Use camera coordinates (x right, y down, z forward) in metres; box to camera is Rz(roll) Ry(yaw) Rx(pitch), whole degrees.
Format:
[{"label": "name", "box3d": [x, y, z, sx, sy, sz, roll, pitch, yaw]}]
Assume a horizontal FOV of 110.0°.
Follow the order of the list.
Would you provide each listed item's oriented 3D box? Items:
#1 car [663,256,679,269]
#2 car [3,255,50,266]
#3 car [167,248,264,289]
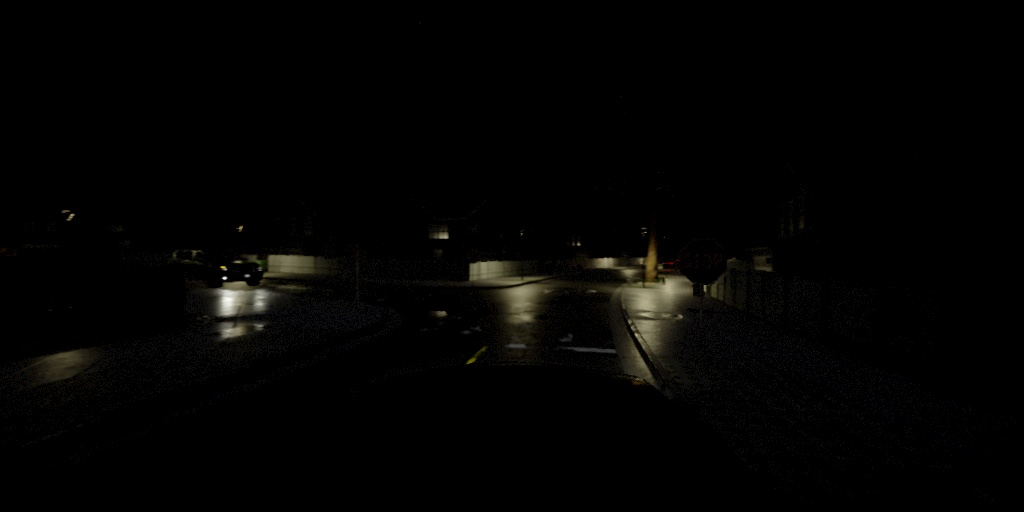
[{"label": "car", "box3d": [23.775, 1.190, 53.277, 1.837, 1.490, 4.892, 0, 0, 35]}, {"label": "car", "box3d": [-35.218, 0.597, 26.349, 4.181, 1.385, 1.994, 1, 0, 16]}, {"label": "car", "box3d": [-16.238, 0.619, 19.553, 5.566, 2.045, 2.150, 1, 0, 22]}]
